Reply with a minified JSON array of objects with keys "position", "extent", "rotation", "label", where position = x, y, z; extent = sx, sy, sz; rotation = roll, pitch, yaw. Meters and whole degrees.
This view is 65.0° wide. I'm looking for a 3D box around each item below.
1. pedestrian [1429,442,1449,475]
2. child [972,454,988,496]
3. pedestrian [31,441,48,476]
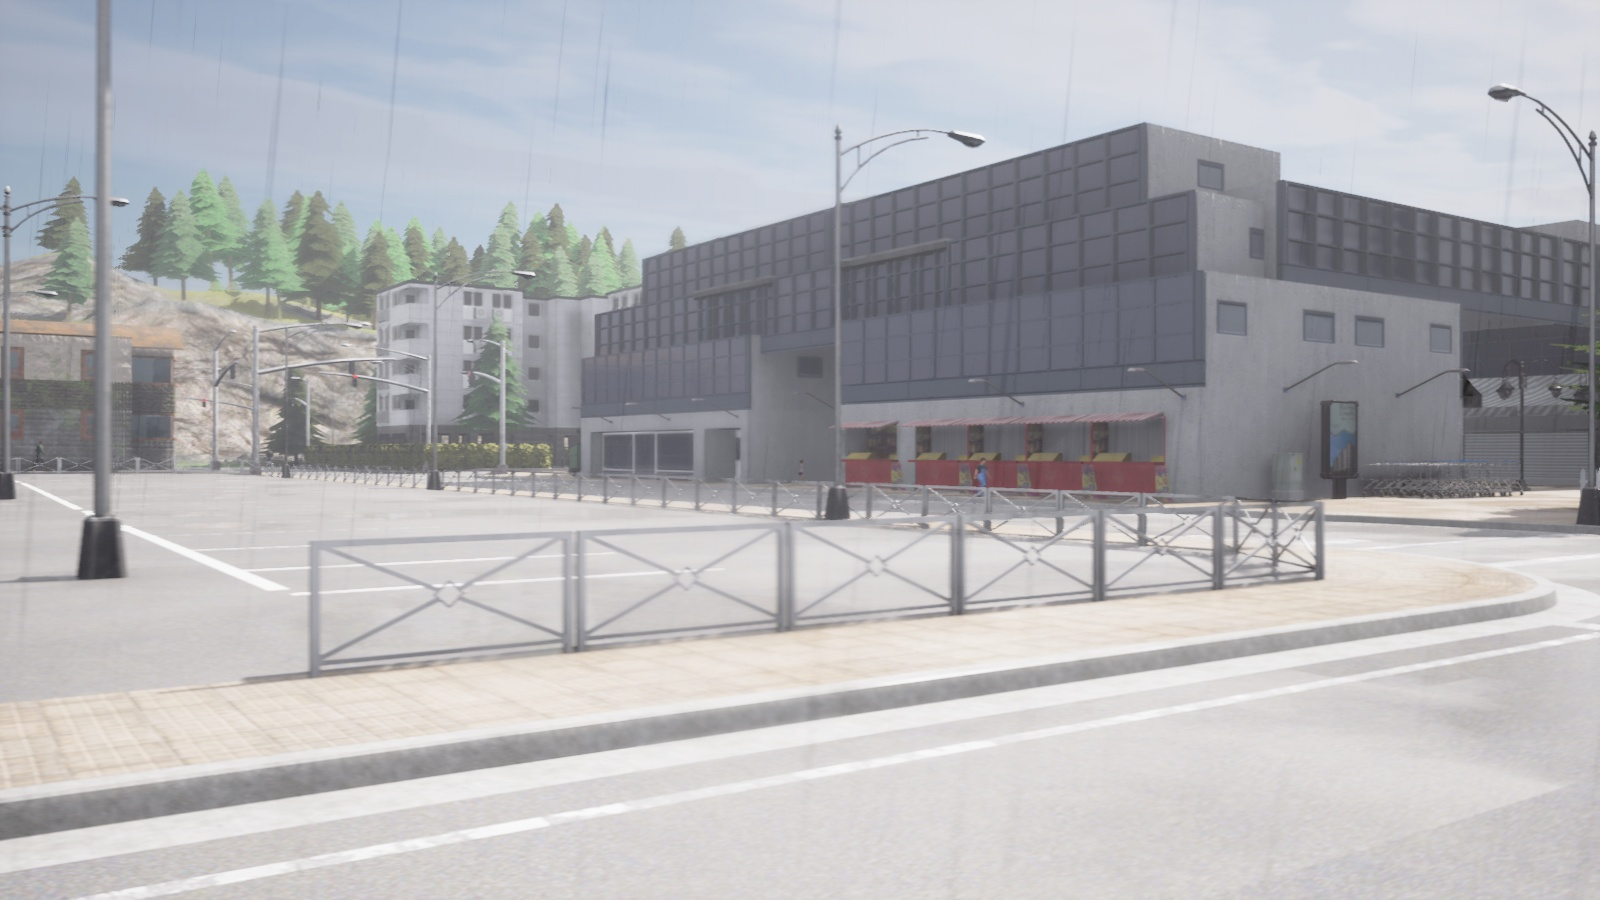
[{"position":[36.778,0.490,72.242],"extent":[0.563,1.883,0.849],"rotation":[0,0,-36],"label":"pedestrian"},{"position":[5.429,0.752,37.885],"extent":[0.270,1.263,0.437],"rotation":[0,0,-37],"label":"child"},{"position":[-43.181,0.476,71.301],"extent":[0.788,1.949,0.423],"rotation":[0,0,-34],"label":"pedestrian"}]
